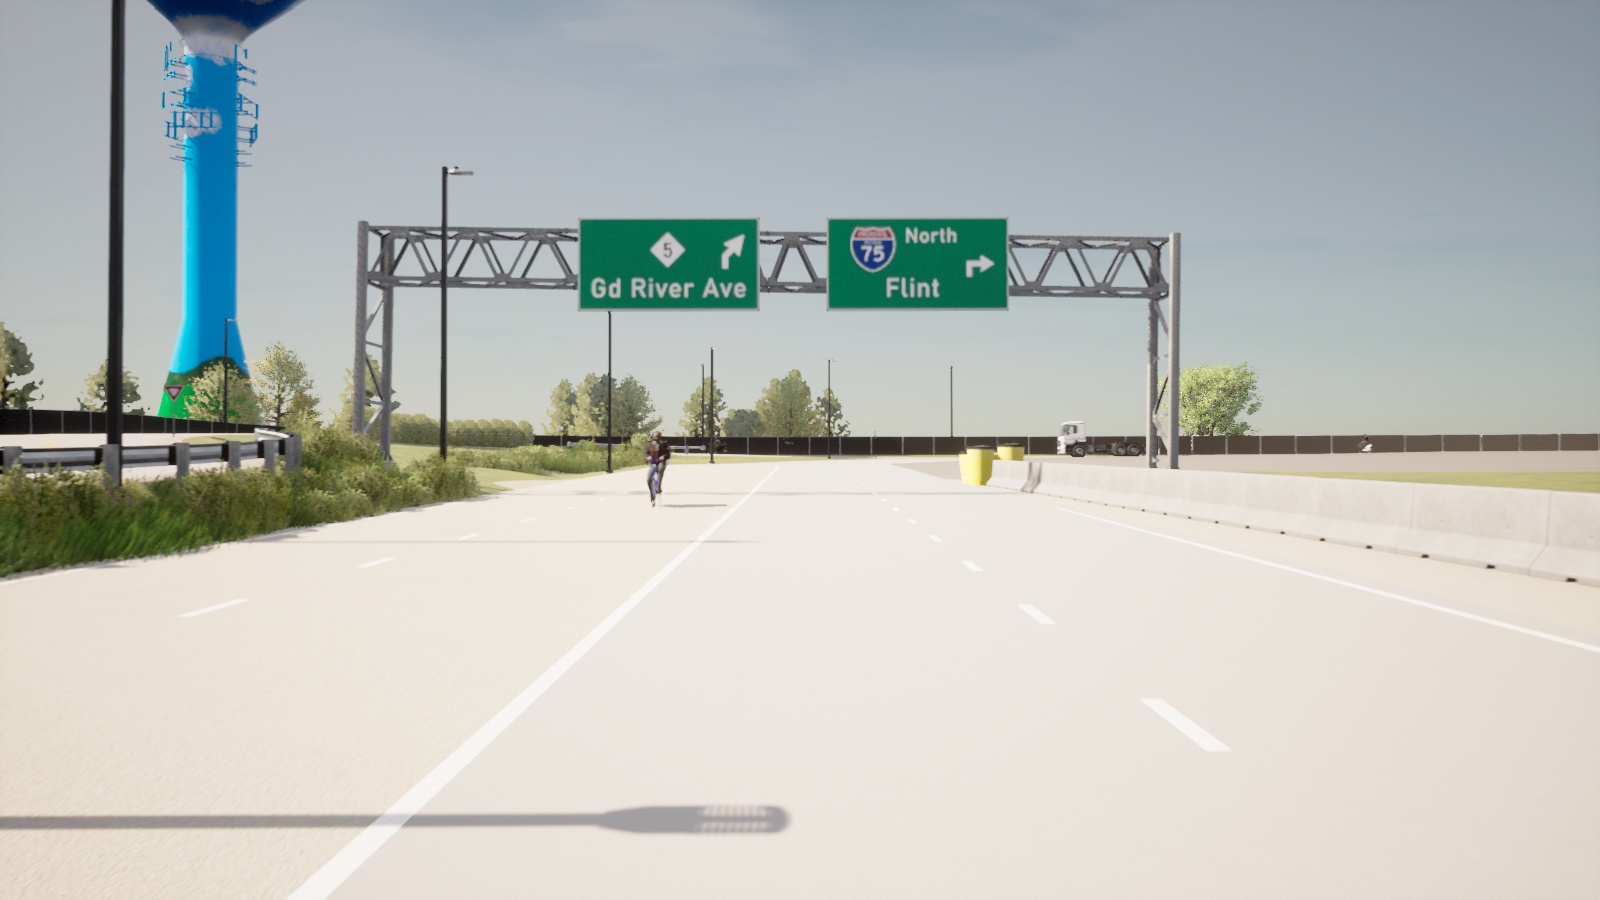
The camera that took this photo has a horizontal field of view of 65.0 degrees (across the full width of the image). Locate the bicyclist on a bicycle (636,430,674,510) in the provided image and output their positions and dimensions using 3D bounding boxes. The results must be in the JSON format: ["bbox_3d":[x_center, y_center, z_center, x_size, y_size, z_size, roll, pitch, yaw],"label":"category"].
[{"bbox_3d":[-3.318,0.440,28.828,0.659,1.776,1.843,0,0,0],"label":"bicyclist on a bicycle"}]
